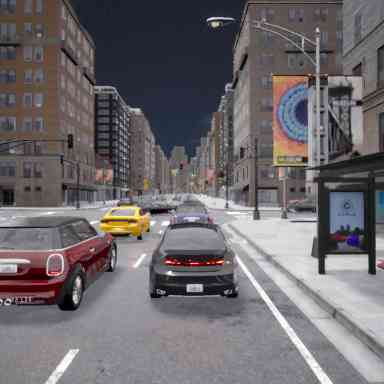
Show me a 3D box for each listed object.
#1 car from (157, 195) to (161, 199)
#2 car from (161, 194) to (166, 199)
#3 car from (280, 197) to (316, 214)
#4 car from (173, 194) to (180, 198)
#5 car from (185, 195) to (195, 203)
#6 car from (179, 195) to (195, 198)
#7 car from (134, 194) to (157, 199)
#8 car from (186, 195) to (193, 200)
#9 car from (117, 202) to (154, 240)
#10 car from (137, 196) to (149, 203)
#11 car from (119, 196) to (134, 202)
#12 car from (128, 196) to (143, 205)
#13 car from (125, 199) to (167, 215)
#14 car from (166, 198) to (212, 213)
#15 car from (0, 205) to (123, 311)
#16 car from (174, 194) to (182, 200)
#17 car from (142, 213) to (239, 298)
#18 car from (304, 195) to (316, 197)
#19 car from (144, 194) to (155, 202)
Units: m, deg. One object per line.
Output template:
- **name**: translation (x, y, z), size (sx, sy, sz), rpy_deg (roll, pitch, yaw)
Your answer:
- **car**: translation (-6.986, 1.547, 58.911), size (1.812, 1.442, 4.674), rpy_deg (0, 0, 0)
- **car**: translation (-6.968, 1.586, 68.919), size (1.994, 1.385, 4.181), rpy_deg (0, 0, 0)
- **car**: translation (12.008, 1.590, 35.773), size (4.892, 1.490, 1.837), rpy_deg (0, -1, 0)
- **car**: translation (-3.804, 1.607, 82.001), size (1.895, 1.301, 4.718), rpy_deg (0, 0, 0)
- **car**: translation (-0.477, 1.540, 73.685), size (2.128, 1.511, 4.902), rpy_deg (0, 0, 0)
- **car**: translation (-0.072, 1.516, 45.815), size (2.128, 1.511, 4.902), rpy_deg (-1, 0, -11)
- **car**: translation (-6.940, 1.373, 50.335), size (2.097, 1.767, 4.553), rpy_deg (0, 0, 0)
- **car**: translation (-0.623, 1.488, 92.409), size (1.882, 1.535, 5.008), rpy_deg (0, 0, 0)
- **car**: translation (-3.279, 1.485, 17.055), size (1.882, 1.535, 5.008), rpy_deg (0, 0, -1)
- **car**: translation (-10.227, 1.617, 70.230), size (1.895, 1.301, 4.718), rpy_deg (0, 0, 0)
- **car**: translation (-10.197, 1.585, 51.362), size (1.994, 1.385, 4.181), rpy_deg (0, 0, 0)
- **car**: translation (-10.230, 1.526, 60.182), size (1.837, 1.490, 4.892), rpy_deg (0, 0, 0)
- **car**: translation (-3.513, 1.586, 30.941), size (1.895, 1.301, 4.718), rpy_deg (-1, -1, 44)
- **car**: translation (-0.033, 1.360, 17.433), size (2.097, 1.767, 4.553), rpy_deg (0, 0, 0)
- **car**: translation (-3.220, 1.355, 7.927), size (2.097, 1.767, 4.553), rpy_deg (0, 0, -1)
- **car**: translation (-3.870, 1.368, 91.973), size (2.128, 1.511, 4.902), rpy_deg (0, 0, 0)
- **car**: translation (0.024, 1.508, 8.497), size (1.837, 1.490, 4.892), rpy_deg (0, 0, -1)
- **car**: translation (14.043, 1.356, 39.053), size (5.566, 2.045, 2.150), rpy_deg (0, -1, -1)
- **car**: translation (-10.295, 1.375, 80.544), size (2.097, 1.767, 4.553), rpy_deg (0, 0, 0)
